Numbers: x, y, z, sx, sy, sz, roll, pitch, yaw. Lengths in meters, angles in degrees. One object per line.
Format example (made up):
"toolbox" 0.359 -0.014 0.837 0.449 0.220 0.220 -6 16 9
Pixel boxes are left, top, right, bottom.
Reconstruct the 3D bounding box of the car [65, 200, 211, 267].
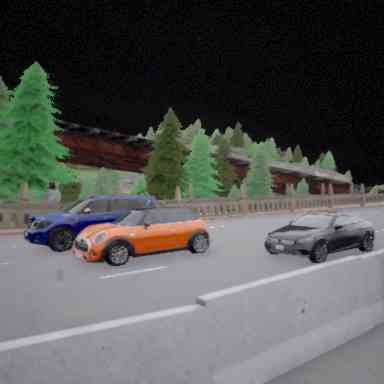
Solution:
"car" -1.619 1.305 11.438 4.553 1.767 2.097 -1 1 -36

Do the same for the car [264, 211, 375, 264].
"car" 4.577 1.408 11.557 4.674 1.442 1.812 -1 1 -36

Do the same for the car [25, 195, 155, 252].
"car" -3.953 1.178 14.071 5.566 2.045 2.150 -1 1 -36
